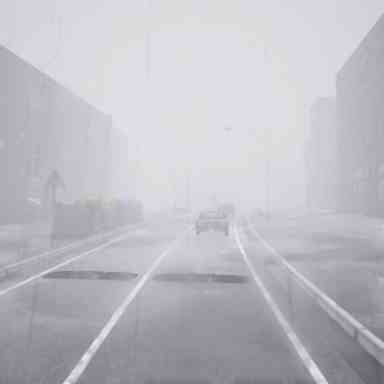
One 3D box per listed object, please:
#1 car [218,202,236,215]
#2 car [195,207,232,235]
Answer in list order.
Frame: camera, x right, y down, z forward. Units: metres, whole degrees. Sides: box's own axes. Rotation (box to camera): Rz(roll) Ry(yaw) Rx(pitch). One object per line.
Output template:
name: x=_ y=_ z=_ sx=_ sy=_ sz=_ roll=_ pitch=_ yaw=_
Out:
car: x=4.017 y=1.853 z=38.507 sx=1.882 sy=1.535 sz=5.008 roll=0 pitch=-1 yaw=10
car: x=1.307 y=1.785 z=20.262 sx=1.895 sy=1.301 sz=4.718 roll=0 pitch=-1 yaw=6
